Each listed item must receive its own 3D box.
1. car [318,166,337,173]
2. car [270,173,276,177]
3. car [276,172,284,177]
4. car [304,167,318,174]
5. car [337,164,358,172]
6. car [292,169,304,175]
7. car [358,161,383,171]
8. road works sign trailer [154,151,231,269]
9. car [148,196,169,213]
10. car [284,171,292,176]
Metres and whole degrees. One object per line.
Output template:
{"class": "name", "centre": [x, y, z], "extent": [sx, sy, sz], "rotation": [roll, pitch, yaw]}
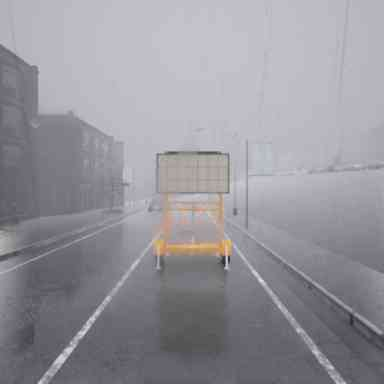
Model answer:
{"class": "car", "centre": [23.510, -3.554, 54.971], "extent": [2.163, 1.488, 4.792], "rotation": [0, 1, -6]}
{"class": "car", "centre": [21.695, -4.075, 82.763], "extent": [2.231, 1.521, 4.892], "rotation": [0, 1, -1]}
{"class": "car", "centre": [21.826, -3.995, 77.245], "extent": [2.231, 1.521, 4.892], "rotation": [0, 1, -1]}
{"class": "car", "centre": [22.888, -3.816, 60.661], "extent": [2.185, 1.767, 4.553], "rotation": [0, 1, -5]}
{"class": "car", "centre": [24.215, -3.442, 49.497], "extent": [2.002, 1.452, 4.674], "rotation": [0, 1, -7]}
{"class": "car", "centre": [22.417, -3.793, 66.167], "extent": [2.097, 1.535, 5.008], "rotation": [0, 1, -4]}
{"class": "car", "centre": [25.022, -3.379, 44.137], "extent": [2.231, 1.521, 4.892], "rotation": [0, 1, -9]}
{"class": "road works sign trailer", "centre": [0.034, 0.458, 11.070], "extent": [2.380, 3.560, 2.880], "rotation": [0, 0, 1]}
{"class": "car", "centre": [-3.617, 1.469, 36.187], "extent": [2.128, 1.511, 4.902], "rotation": [0, 0, 0]}
{"class": "car", "centre": [22.062, -3.857, 71.703], "extent": [2.002, 1.452, 4.674], "rotation": [0, 1, -3]}
